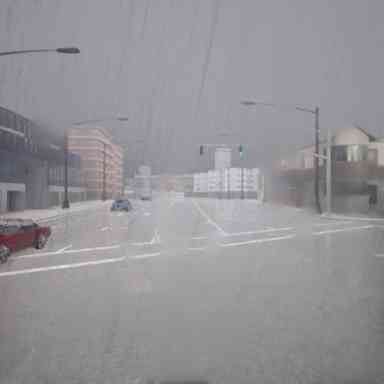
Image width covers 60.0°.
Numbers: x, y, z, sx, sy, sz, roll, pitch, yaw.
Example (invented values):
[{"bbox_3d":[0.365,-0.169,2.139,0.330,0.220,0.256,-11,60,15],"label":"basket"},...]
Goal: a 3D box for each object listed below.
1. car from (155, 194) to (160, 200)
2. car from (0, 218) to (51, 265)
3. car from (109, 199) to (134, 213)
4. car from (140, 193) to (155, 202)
[{"bbox_3d":[-9.503,1.259,86.880,2.128,1.511,4.902,0,-1,-2],"label":"car"},{"bbox_3d":[-6.829,1.642,11.883,1.895,1.301,4.718,0,0,-2],"label":"car"},{"bbox_3d":[-7.714,1.506,36.731,1.812,1.442,4.674,0,1,-2],"label":"car"},{"bbox_3d":[-8.631,1.017,62.439,1.882,1.535,5.008,0,0,-2],"label":"car"}]
